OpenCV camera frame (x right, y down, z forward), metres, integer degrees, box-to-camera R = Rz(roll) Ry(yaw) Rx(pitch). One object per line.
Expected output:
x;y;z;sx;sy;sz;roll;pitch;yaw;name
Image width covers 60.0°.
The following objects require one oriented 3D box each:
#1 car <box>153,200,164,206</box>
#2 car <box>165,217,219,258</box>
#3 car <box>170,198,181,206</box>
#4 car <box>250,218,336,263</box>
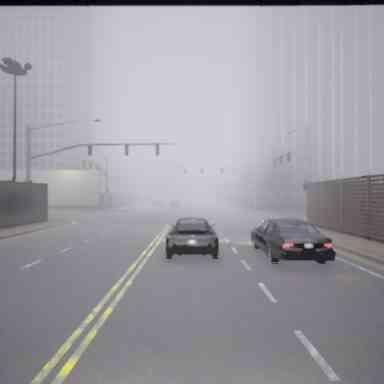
-7.010;2.336;70.176;1.994;1.385;4.181;0;-1;0;car
0.016;1.717;13.504;1.994;1.385;4.181;0;-1;0;car
-3.510;2.139;70.215;2.097;1.767;4.553;0;-1;0;car
3.505;1.689;12.482;2.033;1.411;5.357;0;-1;0;car
